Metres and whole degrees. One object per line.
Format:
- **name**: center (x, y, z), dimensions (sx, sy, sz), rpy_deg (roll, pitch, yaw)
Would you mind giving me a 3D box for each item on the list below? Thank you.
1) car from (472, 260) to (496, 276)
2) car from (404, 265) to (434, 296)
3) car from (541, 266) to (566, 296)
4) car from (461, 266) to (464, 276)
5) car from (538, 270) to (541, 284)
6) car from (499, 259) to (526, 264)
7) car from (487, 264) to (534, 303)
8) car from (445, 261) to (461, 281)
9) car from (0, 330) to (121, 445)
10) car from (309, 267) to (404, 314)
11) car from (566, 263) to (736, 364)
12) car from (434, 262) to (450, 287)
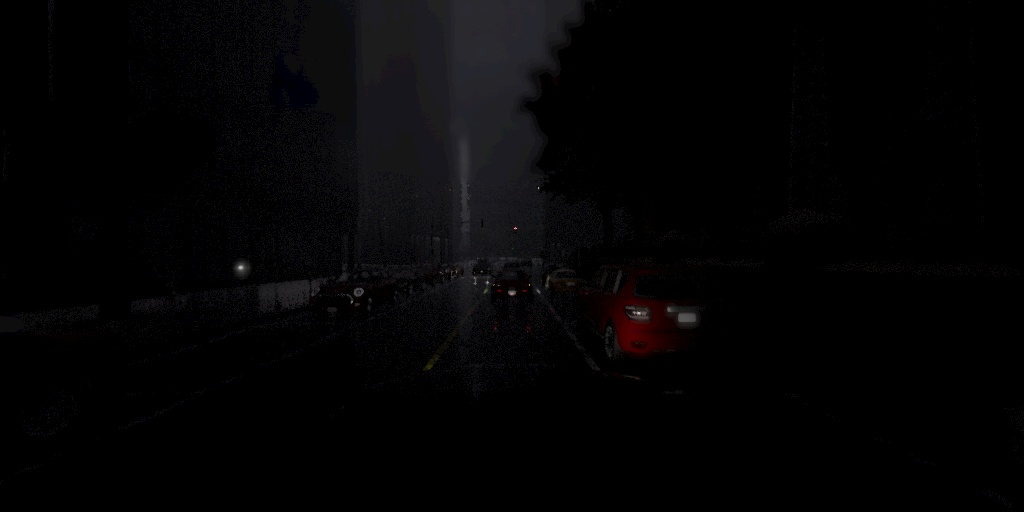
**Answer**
- **car**: center (-3.000, 1.355, 37.500), dimensions (1.994, 1.385, 4.181), rpy_deg (0, 0, 0)
- **car**: center (-5.763, 1.301, 18.924), dimensions (2.007, 1.370, 4.403), rpy_deg (0, 0, 0)
- **car**: center (2.763, 1.276, 19.096), dimensions (1.751, 1.417, 4.829), rpy_deg (0, 0, 0)
- **car**: center (-5.763, 1.279, 35.125), dimensions (1.751, 1.417, 4.829), rpy_deg (0, 0, 0)
- **car**: center (2.763, 1.317, 24.383), dimensions (1.948, 1.339, 4.313), rpy_deg (0, 0, 0)
- **car**: center (0.000, 1.270, 31.500), dimensions (1.837, 1.490, 4.892), rpy_deg (0, 0, 0)
- **car**: center (0.000, 1.284, 16.500), dimensions (1.812, 1.442, 4.674), rpy_deg (0, 0, 0)
- **car**: center (-5.763, 1.192, 29.838), dimensions (1.967, 1.591, 4.097), rpy_deg (0, 0, 0)
- **car**: center (-5.763, 1.293, 2.553), dimensions (1.888, 1.381, 4.507), rpy_deg (0, 0, 0)
- **car**: center (-5.763, 1.189, 13.467), dimensions (1.967, 1.591, 4.097), rpy_deg (0, 0, 0)
- **car**: center (2.763, 1.064, 8.013), dimensions (2.192, 1.841, 5.009), rpy_deg (0, 0, 0)
- **car**: center (-5.763, 1.296, 24.381), dimensions (1.888, 1.381, 4.507), rpy_deg (0, 0, 0)
